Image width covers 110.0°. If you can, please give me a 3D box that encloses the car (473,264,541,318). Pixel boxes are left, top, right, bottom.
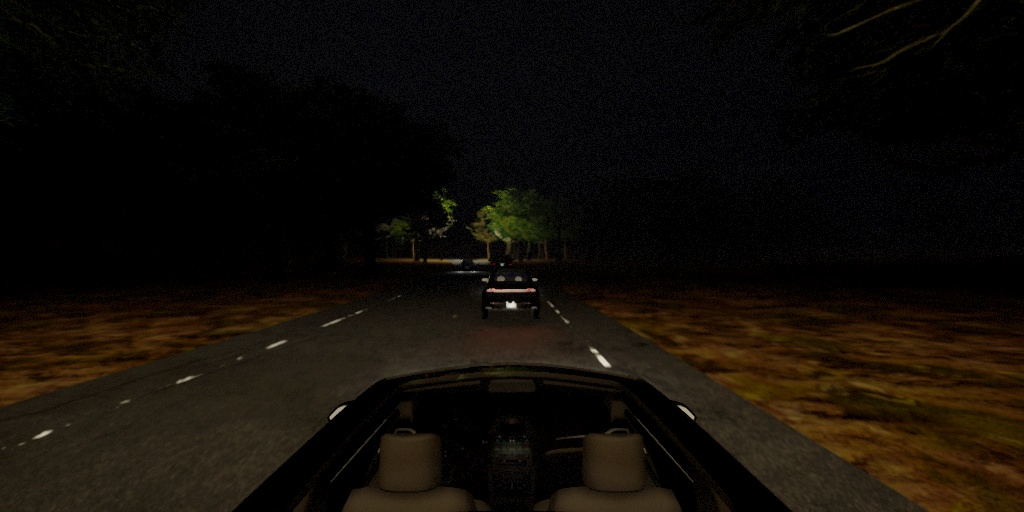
[{"bbox_3d":[-0.074,1.215,12.766,2.128,1.511,4.902,0,0,-1],"label":"car"}]

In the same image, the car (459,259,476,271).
[{"bbox_3d":[-5.647,1.166,45.748,1.812,1.442,4.674,0,0,-5],"label":"car"}]

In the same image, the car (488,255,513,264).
[{"bbox_3d":[-1.048,0.881,34.304,2.150,2.045,5.566,0,0,-4],"label":"car"}]
